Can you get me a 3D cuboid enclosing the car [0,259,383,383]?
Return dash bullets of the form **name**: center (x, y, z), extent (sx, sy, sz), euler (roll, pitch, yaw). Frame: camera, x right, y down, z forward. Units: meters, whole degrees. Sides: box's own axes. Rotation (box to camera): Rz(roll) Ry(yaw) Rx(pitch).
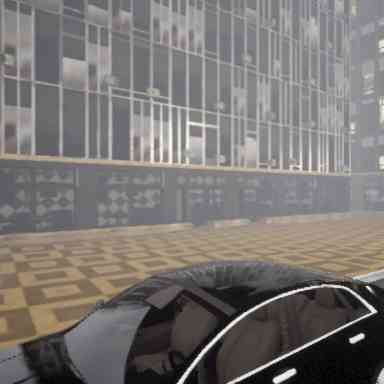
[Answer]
- **car**: center (0.195, 1.513, 3.085), extent (4.892, 1.490, 1.837), euler (0, 0, -35)
